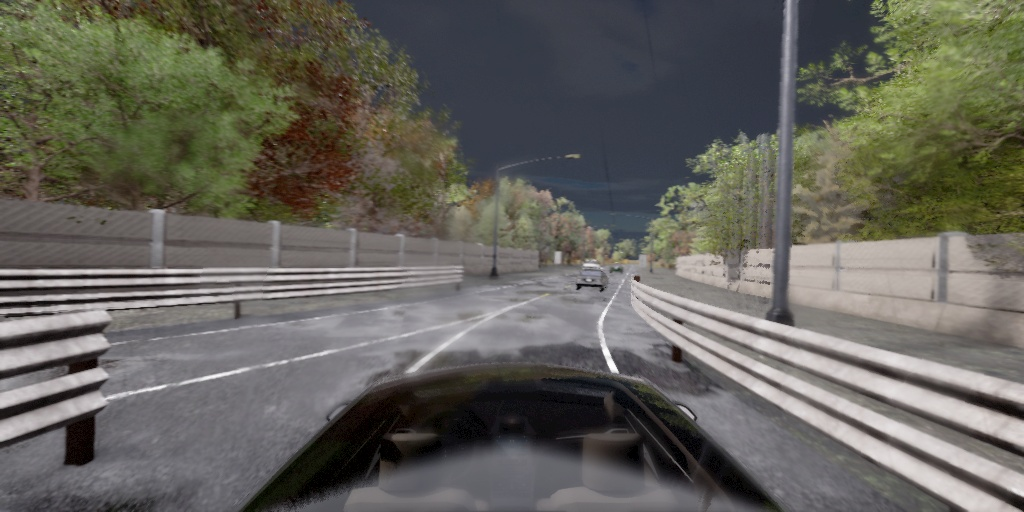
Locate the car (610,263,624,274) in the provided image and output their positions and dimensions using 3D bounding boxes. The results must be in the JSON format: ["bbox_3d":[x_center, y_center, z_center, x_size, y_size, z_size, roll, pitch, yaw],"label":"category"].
[{"bbox_3d":[17.407,1.989,59.660,2.097,1.767,4.553,2,0,19],"label":"car"}]

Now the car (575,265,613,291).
[{"bbox_3d":[5.636,1.606,24.975,2.033,1.411,5.357,2,0,19],"label":"car"}]

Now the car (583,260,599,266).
[{"bbox_3d":[12.308,1.645,55.650,2.150,2.045,5.566,2,0,19],"label":"car"}]
